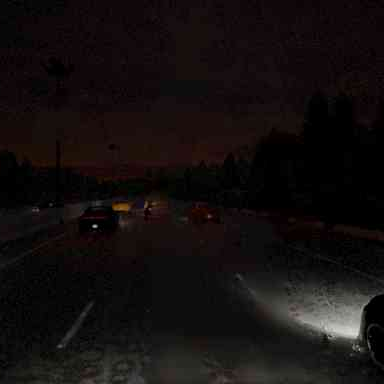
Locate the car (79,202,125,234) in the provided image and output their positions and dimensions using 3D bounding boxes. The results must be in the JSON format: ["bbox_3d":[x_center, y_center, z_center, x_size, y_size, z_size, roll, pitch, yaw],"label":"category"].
[{"bbox_3d":[-5.395,1.567,19.771,2.128,1.511,4.902,0,0,-8],"label":"car"}]

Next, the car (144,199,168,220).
[{"bbox_3d":[-3.103,1.590,28.688,2.128,1.511,4.902,0,0,-8],"label":"car"}]

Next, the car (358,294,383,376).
[{"bbox_3d":[3.345,1.567,2.915,1.994,1.385,4.181,0,0,-2],"label":"car"}]

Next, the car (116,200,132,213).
[{"bbox_3d":[-8.003,1.615,38.355,1.882,1.535,5.008,0,0,-8],"label":"car"}]

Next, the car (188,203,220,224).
[{"bbox_3d":[0.854,1.558,25.718,1.882,1.535,5.008,0,0,-8],"label":"car"}]

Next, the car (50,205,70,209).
[{"bbox_3d":[-15.440,1.507,39.533,2.097,1.767,4.553,0,0,-8],"label":"car"}]

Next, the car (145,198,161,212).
[{"bbox_3d":[-5.042,1.622,42.385,1.882,1.535,5.008,0,0,-8],"label":"car"}]
